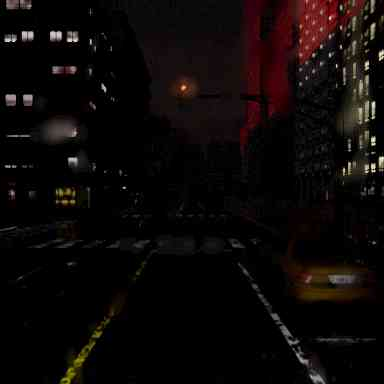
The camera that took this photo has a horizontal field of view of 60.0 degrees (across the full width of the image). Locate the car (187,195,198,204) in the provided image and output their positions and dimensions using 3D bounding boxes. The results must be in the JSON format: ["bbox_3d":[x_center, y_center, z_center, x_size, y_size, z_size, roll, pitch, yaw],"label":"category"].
[{"bbox_3d":[0.096,1.579,66.863,1.812,1.442,4.674,0,0,0],"label":"car"}]

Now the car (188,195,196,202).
[{"bbox_3d":[-0.006,1.577,80.075,1.837,1.490,4.892,0,0,0],"label":"car"}]

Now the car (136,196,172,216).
[{"bbox_3d":[-3.589,1.488,32.348,1.882,1.535,5.008,0,0,7],"label":"car"}]

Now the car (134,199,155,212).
[{"bbox_3d":[-5.697,1.567,40.500,2.008,1.369,4.403,0,0,0],"label":"car"}]

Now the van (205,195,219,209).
[{"bbox_3d":[2.681,1.363,46.027,1.690,1.788,3.998,0,0,0],"label":"van"}]

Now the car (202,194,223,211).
[{"bbox_3d":[2.682,1.331,40.501,2.192,1.841,5.009,0,0,0],"label":"car"}]

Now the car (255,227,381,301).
[{"bbox_3d":[2.685,1.526,8.258,1.752,1.417,4.829,0,0,0],"label":"car"}]

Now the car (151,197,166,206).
[{"bbox_3d":[-5.699,1.588,57.080,2.008,1.369,4.403,0,0,0],"label":"car"}]

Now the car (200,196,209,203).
[{"bbox_3d":[2.680,1.610,73.661,1.887,1.381,4.507,0,0,0],"label":"car"}]

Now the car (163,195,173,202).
[{"bbox_3d":[-5.701,1.516,79.187,1.967,1.590,4.097,0,0,0],"label":"car"}]

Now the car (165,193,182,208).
[{"bbox_3d":[-3.105,1.245,49.854,2.150,2.045,5.566,0,0,-1],"label":"car"}]

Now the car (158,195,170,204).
[{"bbox_3d":[-5.700,1.496,68.134,1.967,1.590,4.097,0,0,0],"label":"car"}]

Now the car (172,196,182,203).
[{"bbox_3d":[-3.007,1.563,69.302,1.837,1.490,4.892,0,0,0],"label":"car"}]

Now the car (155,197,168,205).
[{"bbox_3d":[-5.699,1.591,62.606,1.887,1.381,4.507,0,0,0],"label":"car"}]

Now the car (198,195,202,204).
[{"bbox_3d":[2.680,1.361,62.607,2.192,1.841,5.009,0,0,0],"label":"car"}]

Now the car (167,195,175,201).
[{"bbox_3d":[-5.701,1.623,90.070,1.752,1.417,4.829,0,0,0],"label":"car"}]
